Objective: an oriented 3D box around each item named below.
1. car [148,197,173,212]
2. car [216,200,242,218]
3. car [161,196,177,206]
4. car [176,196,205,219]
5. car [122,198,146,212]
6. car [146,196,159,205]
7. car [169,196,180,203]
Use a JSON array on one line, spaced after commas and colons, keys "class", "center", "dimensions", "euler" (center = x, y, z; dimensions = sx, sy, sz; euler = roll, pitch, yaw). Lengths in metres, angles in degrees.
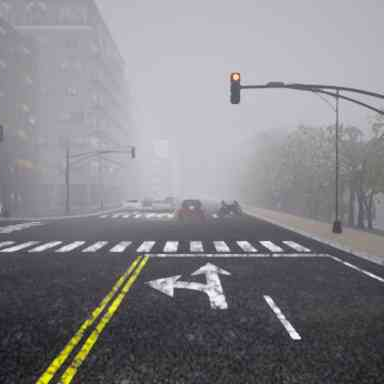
[{"class": "car", "center": [-3.513, 1.583, 38.217], "dimensions": [1.895, 1.301, 4.718], "euler": [0, 0, 0]}, {"class": "car", "center": [3.223, 1.476, 29.446], "dimensions": [2.128, 1.511, 4.902], "euler": [0, 0, 0]}, {"class": "car", "center": [-3.570, 1.483, 53.108], "dimensions": [1.837, 1.490, 4.892], "euler": [0, 1, 0]}, {"class": "car", "center": [-0.030, 1.342, 28.868], "dimensions": [2.097, 1.767, 4.553], "euler": [0, 0, 0]}, {"class": "car", "center": [-6.762, 1.508, 38.066], "dimensions": [1.812, 1.442, 4.674], "euler": [0, 0, 0]}, {"class": "car", "center": [-6.820, 1.582, 52.730], "dimensions": [1.895, 1.301, 4.718], "euler": [0, 0, 0]}, {"class": "car", "center": [-3.550, 1.538, 68.604], "dimensions": [1.994, 1.385, 4.181], "euler": [0, 0, 0]}]
